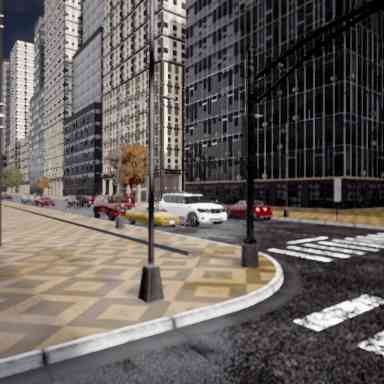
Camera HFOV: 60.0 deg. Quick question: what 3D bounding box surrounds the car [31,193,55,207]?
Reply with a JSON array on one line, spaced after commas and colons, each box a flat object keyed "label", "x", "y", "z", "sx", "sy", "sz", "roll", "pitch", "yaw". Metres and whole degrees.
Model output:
[{"label": "car", "x": -19.458, "y": 1.249, "z": 43.983, "sx": 1.887, "sy": 1.381, "sz": 4.507, "roll": 1, "pitch": 0, "yaw": -37}]

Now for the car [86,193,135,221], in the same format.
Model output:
[{"label": "car", "x": -6.025, "y": 1.164, "z": 25.681, "sx": 2.192, "sy": 1.841, "sz": 5.009, "roll": 1, "pitch": 0, "yaw": -37}]

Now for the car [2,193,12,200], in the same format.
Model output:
[{"label": "car", "x": -39.726, "y": 0.998, "z": 71.348, "sx": 1.887, "sy": 1.381, "sz": 4.507, "roll": 1, "pitch": 0, "yaw": -37}]

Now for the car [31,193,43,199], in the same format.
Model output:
[{"label": "car", "x": -39.740, "y": 0.951, "z": 85.449, "sx": 1.947, "sy": 1.339, "sz": 4.313, "roll": 1, "pitch": 0, "yaw": -37}]

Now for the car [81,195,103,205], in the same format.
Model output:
[{"label": "car", "x": -16.098, "y": 1.235, "z": 53.527, "sx": 1.887, "sy": 1.381, "sz": 4.507, "roll": 1, "pitch": 0, "yaw": -37}]

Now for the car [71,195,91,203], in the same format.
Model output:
[{"label": "car", "x": -19.475, "y": 1.201, "z": 58.087, "sx": 2.008, "sy": 1.369, "sz": 4.403, "roll": 1, "pitch": 0, "yaw": -37}]

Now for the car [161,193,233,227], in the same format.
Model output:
[{"label": "car", "x": -0.146, "y": 1.114, "z": 22.254, "sx": 2.150, "sy": 2.045, "sz": 5.566, "roll": 0, "pitch": 0, "yaw": -37}]

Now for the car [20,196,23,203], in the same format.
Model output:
[{"label": "car", "x": -26.213, "y": 1.177, "z": 53.105, "sx": 2.008, "sy": 1.369, "sz": 4.403, "roll": 1, "pitch": 0, "yaw": -37}]

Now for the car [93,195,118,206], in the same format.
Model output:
[{"label": "car", "x": -12.822, "y": 1.253, "z": 49.104, "sx": 1.752, "sy": 1.417, "sz": 4.829, "roll": 1, "pitch": 0, "yaw": -37}]

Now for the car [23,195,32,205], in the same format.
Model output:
[{"label": "car", "x": -22.836, "y": 1.217, "z": 48.544, "sx": 2.008, "sy": 1.369, "sz": 4.403, "roll": 1, "pitch": 0, "yaw": -37}]

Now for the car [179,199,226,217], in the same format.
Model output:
[{"label": "car", "x": 0.867, "y": 1.425, "z": 30.787, "sx": 2.008, "sy": 1.369, "sz": 4.403, "roll": 1, "pitch": 0, "yaw": -37}]

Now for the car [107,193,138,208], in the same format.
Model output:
[{"label": "car", "x": -9.341, "y": 1.081, "z": 44.407, "sx": 2.192, "sy": 1.841, "sz": 5.009, "roll": 1, "pitch": 0, "yaw": -37}]

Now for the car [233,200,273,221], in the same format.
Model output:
[{"label": "car", "x": 4.272, "y": 1.347, "z": 26.242, "sx": 1.967, "sy": 1.590, "sz": 4.097, "roll": 1, "pitch": 0, "yaw": -37}]

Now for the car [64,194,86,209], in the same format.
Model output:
[{"label": "car", "x": -13.720, "y": 1.259, "z": 40.630, "sx": 1.837, "sy": 1.490, "sz": 4.892, "roll": 0, "pitch": 0, "yaw": -36}]

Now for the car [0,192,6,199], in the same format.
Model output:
[{"label": "car", "x": -46.480, "y": 0.800, "z": 80.471, "sx": 1.967, "sy": 1.590, "sz": 4.097, "roll": 1, "pitch": 0, "yaw": -37}]

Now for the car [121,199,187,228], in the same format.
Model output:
[{"label": "car", "x": -2.571, "y": 1.408, "z": 20.963, "sx": 1.752, "sy": 1.417, "sz": 4.829, "roll": 1, "pitch": 0, "yaw": -37}]
